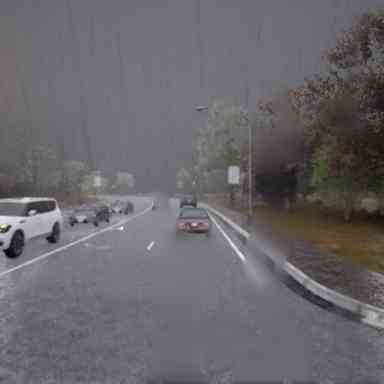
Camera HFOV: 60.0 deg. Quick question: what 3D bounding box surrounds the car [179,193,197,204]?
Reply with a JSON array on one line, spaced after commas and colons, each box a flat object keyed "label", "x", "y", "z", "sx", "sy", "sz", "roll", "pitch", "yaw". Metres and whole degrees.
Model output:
[{"label": "car", "x": -0.541, "y": 1.210, "z": 45.273, "sx": 2.150, "sy": 2.045, "sz": 5.566, "roll": 0, "pitch": 1, "yaw": -4}]

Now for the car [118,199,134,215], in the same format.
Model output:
[{"label": "car", "x": -7.118, "y": 1.517, "z": 33.899, "sx": 2.128, "sy": 1.511, "sz": 4.902, "roll": 0, "pitch": 0, "yaw": -1}]

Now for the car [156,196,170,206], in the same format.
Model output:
[{"label": "car", "x": -4.721, "y": 1.434, "z": 54.104, "sx": 2.128, "sy": 1.511, "sz": 4.902, "roll": 0, "pitch": 0, "yaw": -7}]

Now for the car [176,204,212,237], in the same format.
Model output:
[{"label": "car", "x": 0.103, "y": 1.583, "z": 18.082, "sx": 2.033, "sy": 1.411, "sz": 5.357, "roll": 0, "pitch": 0, "yaw": 0}]

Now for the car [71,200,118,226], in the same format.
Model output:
[{"label": "car", "x": -7.050, "y": 1.530, "z": 23.511, "sx": 2.128, "sy": 1.511, "sz": 4.902, "roll": 0, "pitch": 0, "yaw": 0}]

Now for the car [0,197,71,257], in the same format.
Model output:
[{"label": "car", "x": -7.092, "y": 1.249, "z": 13.341, "sx": 2.150, "sy": 2.045, "sz": 5.566, "roll": 0, "pitch": 0, "yaw": 0}]

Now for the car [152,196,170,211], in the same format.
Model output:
[{"label": "car", "x": -3.764, "y": 1.568, "z": 40.566, "sx": 1.994, "sy": 1.385, "sz": 4.181, "roll": 0, "pitch": 0, "yaw": -2}]
